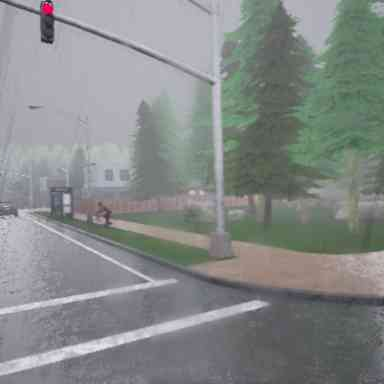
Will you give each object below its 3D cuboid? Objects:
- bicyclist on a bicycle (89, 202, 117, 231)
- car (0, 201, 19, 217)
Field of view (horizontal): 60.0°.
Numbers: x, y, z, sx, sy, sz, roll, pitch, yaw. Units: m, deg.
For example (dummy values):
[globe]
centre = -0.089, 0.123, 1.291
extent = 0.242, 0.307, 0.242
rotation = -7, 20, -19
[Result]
[bicyclist on a bicycle]
centre = -5.130, 1.388, 19.148
extent = 1.656, 1.620, 0.582
rotation = -2, 0, -32
[car]
centre = -20.257, 1.813, 36.316
extent = 2.097, 1.767, 4.553
rotation = -2, 0, -31
